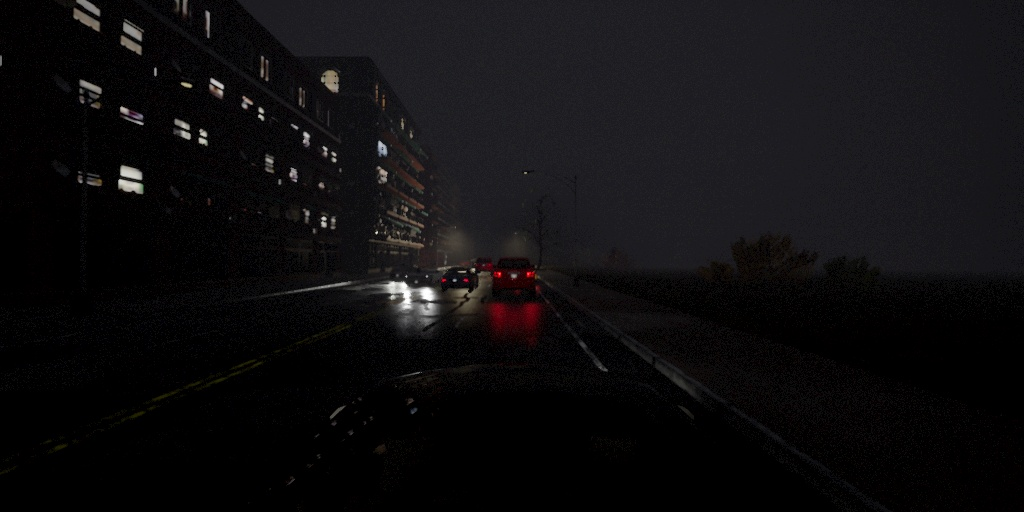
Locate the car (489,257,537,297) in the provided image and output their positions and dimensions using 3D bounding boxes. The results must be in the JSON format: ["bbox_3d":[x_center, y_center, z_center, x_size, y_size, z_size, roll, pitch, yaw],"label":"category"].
[{"bbox_3d":[0.094,1.076,19.774,2.150,2.045,5.566,0,0,0],"label":"car"}]

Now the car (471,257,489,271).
[{"bbox_3d":[-3.162,1.199,42.680,2.150,2.045,5.566,0,-1,0],"label":"car"}]

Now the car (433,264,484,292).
[{"bbox_3d":[-3.156,1.416,22.304,2.033,1.411,5.357,0,0,0],"label":"car"}]

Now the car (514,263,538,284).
[{"bbox_3d":[1.129,1.369,30.181,1.801,1.575,5.366,0,0,0],"label":"car"}]

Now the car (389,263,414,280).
[{"bbox_3d":[-9.862,1.423,33.348,2.128,1.511,4.902,0,0,0],"label":"car"}]

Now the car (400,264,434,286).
[{"bbox_3d":[-6.608,1.496,26.992,1.895,1.301,4.718,0,0,0],"label":"car"}]
